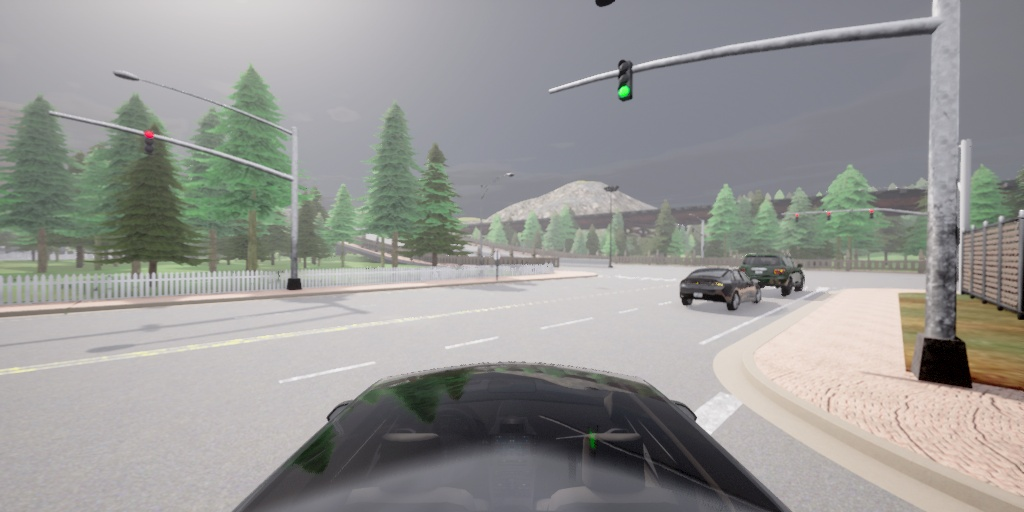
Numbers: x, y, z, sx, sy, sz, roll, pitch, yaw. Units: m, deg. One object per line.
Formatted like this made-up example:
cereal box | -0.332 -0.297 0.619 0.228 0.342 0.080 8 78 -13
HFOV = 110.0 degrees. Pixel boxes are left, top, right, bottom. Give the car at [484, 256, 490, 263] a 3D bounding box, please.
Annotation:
car | -2.346 0.697 54.577 2.128 1.511 4.902 0 2 -45

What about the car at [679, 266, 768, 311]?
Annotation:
car | 8.535 1.262 14.569 4.892 1.490 1.837 3 -2 -42

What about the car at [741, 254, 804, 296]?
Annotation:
car | 14.362 0.959 19.801 5.566 2.045 2.150 1 0 -43

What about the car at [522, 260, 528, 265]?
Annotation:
car | 1.817 0.903 55.354 1.895 1.301 4.718 0 2 -45
